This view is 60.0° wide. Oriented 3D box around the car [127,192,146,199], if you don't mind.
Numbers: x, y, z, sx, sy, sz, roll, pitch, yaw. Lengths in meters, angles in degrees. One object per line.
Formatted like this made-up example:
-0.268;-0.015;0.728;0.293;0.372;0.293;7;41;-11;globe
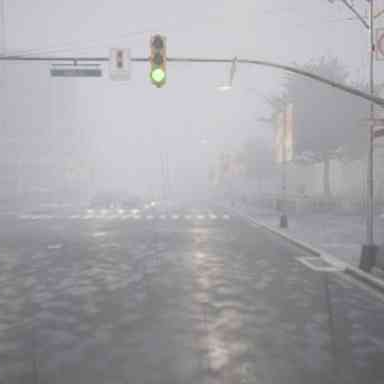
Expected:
-13.134;0.735;78.549;1.882;1.535;5.008;0;1;-43;car

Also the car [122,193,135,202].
-11.657;1.012;60.751;2.033;1.411;5.357;0;1;-14;car

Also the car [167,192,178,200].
-4.930;0.717;72.409;2.097;1.767;4.553;0;1;-29;car

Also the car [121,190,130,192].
-10.591;0.777;50.351;2.150;2.045;5.566;0;1;0;car

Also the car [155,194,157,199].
-7.724;1.079;59.209;1.895;1.301;4.718;0;1;-10;car

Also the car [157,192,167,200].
-7.585;0.979;69.927;1.895;1.301;4.718;0;1;-25;car

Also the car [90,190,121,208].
-10.606;0.866;40.260;2.150;2.045;5.566;0;1;0;car

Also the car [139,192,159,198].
-10.408;0.769;80.744;2.033;1.411;5.357;0;1;-43;car

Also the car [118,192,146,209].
-7.108;1.127;39.728;1.882;1.535;5.008;0;1;0;car

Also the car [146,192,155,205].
-7.113;1.043;49.273;1.882;1.535;5.008;0;1;0;car
